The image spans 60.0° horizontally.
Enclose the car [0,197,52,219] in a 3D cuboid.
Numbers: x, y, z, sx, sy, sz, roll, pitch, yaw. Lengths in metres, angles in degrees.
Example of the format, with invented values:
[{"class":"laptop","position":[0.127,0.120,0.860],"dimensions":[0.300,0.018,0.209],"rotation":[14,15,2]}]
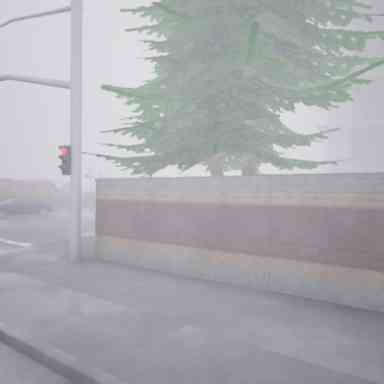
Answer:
[{"class":"car","position":[-13.216,1.145,25.304],"dimensions":[1.882,1.535,5.008],"rotation":[1,1,35]}]
